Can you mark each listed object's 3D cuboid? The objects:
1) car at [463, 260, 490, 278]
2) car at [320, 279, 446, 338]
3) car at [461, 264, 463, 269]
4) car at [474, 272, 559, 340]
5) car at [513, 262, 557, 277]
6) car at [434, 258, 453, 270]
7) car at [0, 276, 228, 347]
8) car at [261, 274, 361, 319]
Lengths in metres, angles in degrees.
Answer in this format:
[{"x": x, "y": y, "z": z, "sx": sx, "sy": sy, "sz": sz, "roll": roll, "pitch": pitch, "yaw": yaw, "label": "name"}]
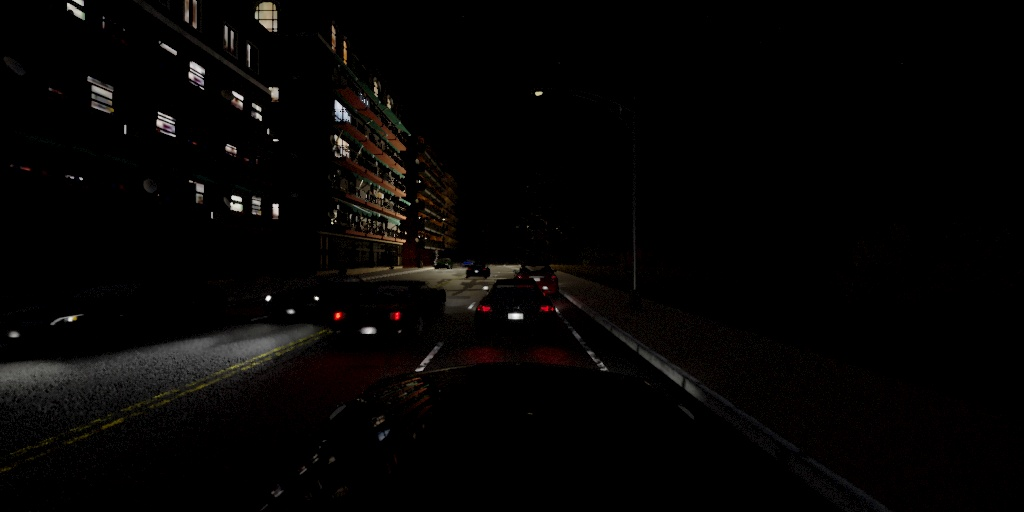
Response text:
[{"x": -3.134, "y": 1.317, "z": 33.697, "sx": 1.994, "sy": 1.385, "sz": 4.181, "roll": 0, "pitch": 0, "yaw": 0, "label": "car"}, {"x": -3.147, "y": 1.352, "z": 10.116, "sx": 1.895, "sy": 1.301, "sz": 4.718, "roll": 0, "pitch": 0, "yaw": 0, "label": "car"}, {"x": -6.571, "y": 1.277, "z": 55.338, "sx": 1.812, "sy": 1.442, "sz": 4.674, "roll": 0, "pitch": 0, "yaw": 0, "label": "car"}, {"x": 0.097, "y": 1.315, "z": 10.007, "sx": 1.994, "sy": 1.385, "sz": 4.181, "roll": 0, "pitch": 0, "yaw": 0, "label": "car"}, {"x": 1.143, "y": 1.103, "z": 18.587, "sx": 2.097, "sy": 1.767, "sz": 4.553, "roll": 0, "pitch": 0, "yaw": 0, "label": "car"}, {"x": -9.826, "y": 1.103, "z": 51.875, "sx": 2.097, "sy": 1.767, "sz": 4.553, "roll": 0, "pitch": 0, "yaw": 0, "label": "car"}, {"x": -9.850, "y": 1.277, "z": 9.418, "sx": 1.812, "sy": 1.442, "sz": 4.674, "roll": 0, "pitch": 0, "yaw": 0, "label": "car"}, {"x": -6.595, "y": 1.352, "z": 12.904, "sx": 1.895, "sy": 1.301, "sz": 4.718, "roll": 0, "pitch": 0, "yaw": 0, "label": "car"}]
